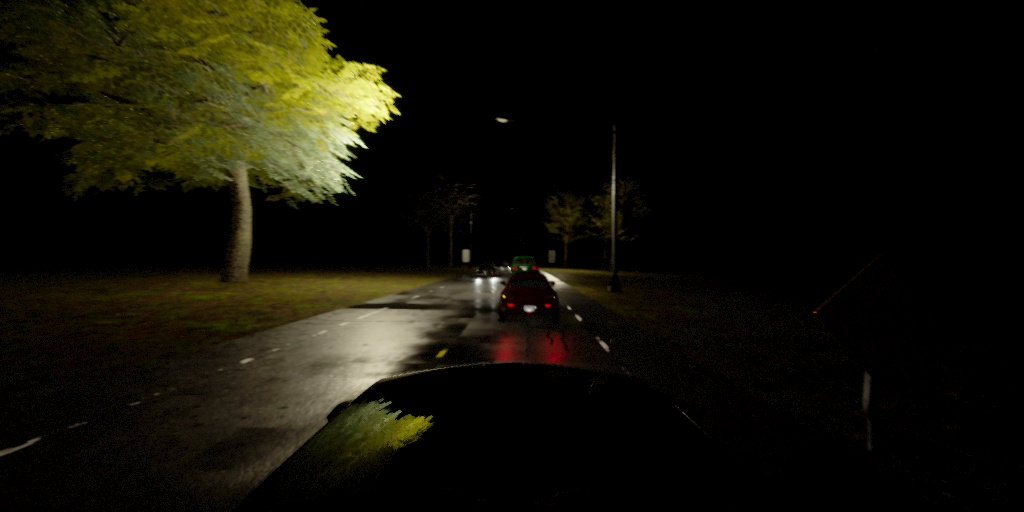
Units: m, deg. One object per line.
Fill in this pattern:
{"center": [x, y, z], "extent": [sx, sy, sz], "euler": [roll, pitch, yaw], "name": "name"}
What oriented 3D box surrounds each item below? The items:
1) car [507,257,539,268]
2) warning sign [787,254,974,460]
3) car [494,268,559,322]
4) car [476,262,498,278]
{"center": [0.992, 1.076, 28.877], "extent": [2.150, 2.045, 5.566], "euler": [1, 0, 2], "name": "car"}
{"center": [3.775, 0.903, 3.813], "extent": [1.300, 1.860, 1.060], "euler": [0, 0, 2], "name": "warning sign"}
{"center": [0.548, 1.298, 12.305], "extent": [1.812, 1.442, 4.674], "euler": [1, 0, 2], "name": "car"}
{"center": [-2.496, 1.380, 36.572], "extent": [1.837, 1.490, 4.892], "euler": [1, -1, 2], "name": "car"}
